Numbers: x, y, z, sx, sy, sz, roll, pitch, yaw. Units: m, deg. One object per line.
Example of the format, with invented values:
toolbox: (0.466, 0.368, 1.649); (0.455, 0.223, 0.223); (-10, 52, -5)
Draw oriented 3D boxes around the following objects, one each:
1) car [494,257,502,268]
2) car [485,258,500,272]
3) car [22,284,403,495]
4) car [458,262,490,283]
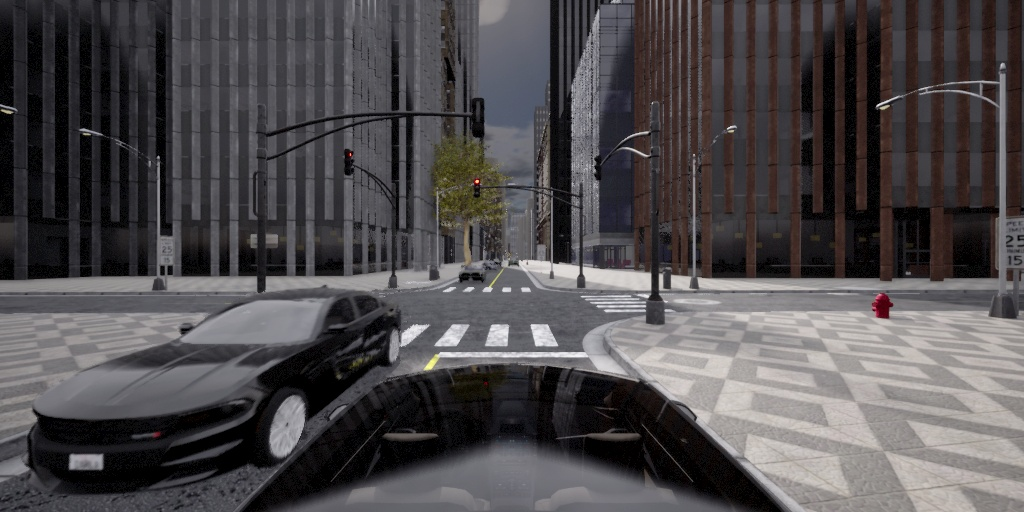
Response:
car: (-2.811, 1.045, 63.489); (2.097, 1.767, 4.553); (0, 0, 0)
car: (-2.958, 1.329, 46.448); (1.994, 1.385, 4.181); (0, 0, 0)
car: (-3.093, 1.228, 5.108); (1.882, 1.535, 5.008); (0, 0, 0)
car: (-2.995, 1.360, 27.865); (1.895, 1.301, 4.718); (0, 0, -1)
